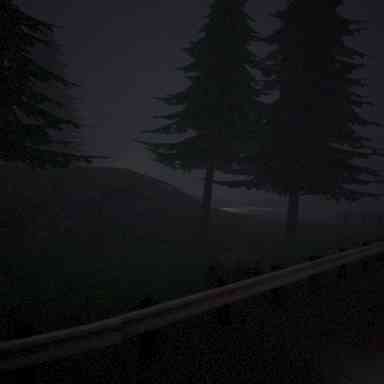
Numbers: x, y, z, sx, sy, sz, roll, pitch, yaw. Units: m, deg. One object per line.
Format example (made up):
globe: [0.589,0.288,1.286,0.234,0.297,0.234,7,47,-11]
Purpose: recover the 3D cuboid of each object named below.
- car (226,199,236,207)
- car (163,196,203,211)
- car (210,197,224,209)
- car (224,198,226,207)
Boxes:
car: [4.046,1.454,49.172,4.902,1.511,2.128,0,0,36]
car: [-0.784,1.322,39.710,4.553,1.767,2.097,0,0,36]
car: [1.284,1.322,42.535,4.553,1.767,2.097,0,0,36]
car: [1.867,1.467,46.428,4.892,1.490,1.837,0,0,36]
